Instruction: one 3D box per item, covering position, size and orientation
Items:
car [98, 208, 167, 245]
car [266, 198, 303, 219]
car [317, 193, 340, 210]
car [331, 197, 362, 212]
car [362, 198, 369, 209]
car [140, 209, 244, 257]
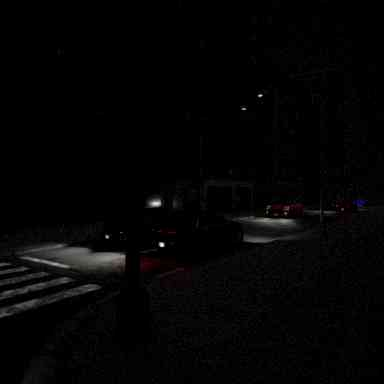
[{"bbox_3d":[-1.906,1.497,14.871,1.837,1.490,4.892,0,0,35],"label":"car"},{"bbox_3d":[8.280,1.344,29.601,2.097,1.767,4.553,0,0,35],"label":"car"},{"bbox_3d":[18.093,1.209,43.642,2.150,2.045,5.566,0,0,35],"label":"car"},{"bbox_3d":[17.838,1.605,38.351,1.895,1.301,4.718,0,0,35],"label":"car"},{"bbox_3d":[23.586,1.537,46.749,1.812,1.442,4.674,0,0,35],"label":"car"},{"bbox_3d":[0.364,1.510,13.142,1.837,1.490,4.892,0,0,35],"label":"car"}]
